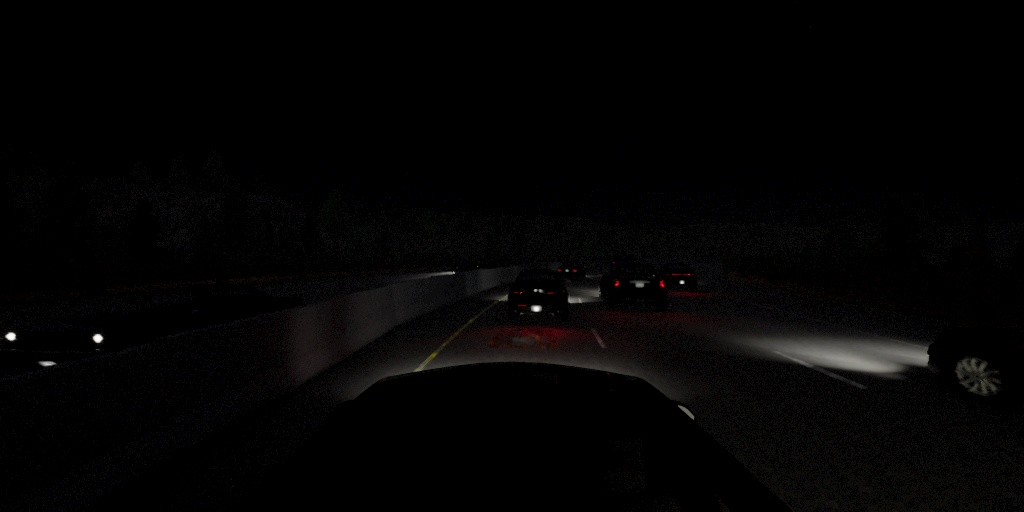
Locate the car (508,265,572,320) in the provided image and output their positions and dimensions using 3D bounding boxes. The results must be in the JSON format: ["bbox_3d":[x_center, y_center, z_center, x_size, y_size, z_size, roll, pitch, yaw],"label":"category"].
[{"bbox_3d":[0.982,1.212,12.464,1.837,1.490,4.892,0,0,7],"label":"car"}]

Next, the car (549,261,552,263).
[{"bbox_3d":[6.366,1.164,50.185,1.994,1.385,4.181,0,0,31],"label":"car"}]

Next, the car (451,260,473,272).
[{"bbox_3d":[-5.390,1.170,42.275,1.994,1.385,4.181,0,0,24],"label":"car"}]

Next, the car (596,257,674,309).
[{"bbox_3d":[4.898,1.058,14.972,2.097,1.767,4.553,0,0,8],"label":"car"}]

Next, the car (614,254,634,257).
[{"bbox_3d":[11.946,0.840,37.937,2.150,2.045,5.566,0,0,25],"label":"car"}]

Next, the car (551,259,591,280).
[{"bbox_3d":[5.127,1.189,30.436,2.033,1.411,5.357,0,0,19],"label":"car"}]

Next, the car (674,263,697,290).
[{"bbox_3d":[9.978,1.186,22.131,1.837,1.490,4.892,0,0,14],"label":"car"}]

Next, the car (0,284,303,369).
[{"bbox_3d":[-6.758,1.303,7.545,1.895,1.301,4.718,0,0,4],"label":"car"}]

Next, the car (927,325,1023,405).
[{"bbox_3d":[7.240,1.275,3.414,1.837,1.490,4.892,0,0,2],"label":"car"}]

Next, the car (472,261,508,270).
[{"bbox_3d":[-2.245,1.211,40.870,1.895,1.301,4.718,0,0,24],"label":"car"}]
